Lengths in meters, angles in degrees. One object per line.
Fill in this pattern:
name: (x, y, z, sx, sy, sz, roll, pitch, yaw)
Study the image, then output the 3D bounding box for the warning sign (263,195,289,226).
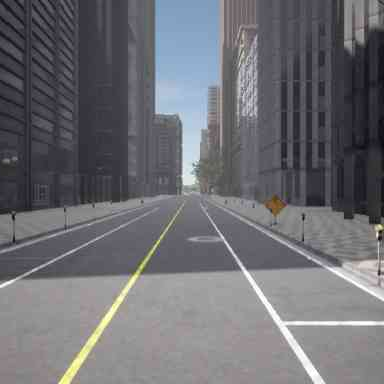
warning sign: (5.067, 1.095, 20.195, 1.300, 1.860, 1.060, 0, 0, 0)
